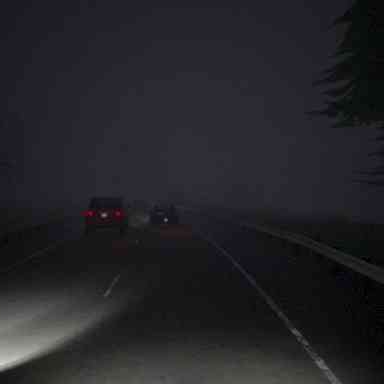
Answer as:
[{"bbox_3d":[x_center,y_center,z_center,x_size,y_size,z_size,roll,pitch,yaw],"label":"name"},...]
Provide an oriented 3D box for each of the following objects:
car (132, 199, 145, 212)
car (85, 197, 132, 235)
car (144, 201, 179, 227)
[{"bbox_3d":[-6.563,1.644,41.009,1.882,1.535,5.008,0,0,-18],"label":"car"},{"bbox_3d":[-4.920,1.303,19.779,2.150,2.045,5.566,0,0,-8],"label":"car"},{"bbox_3d":[-2.088,1.586,23.619,2.128,1.511,4.902,0,0,-10],"label":"car"}]
